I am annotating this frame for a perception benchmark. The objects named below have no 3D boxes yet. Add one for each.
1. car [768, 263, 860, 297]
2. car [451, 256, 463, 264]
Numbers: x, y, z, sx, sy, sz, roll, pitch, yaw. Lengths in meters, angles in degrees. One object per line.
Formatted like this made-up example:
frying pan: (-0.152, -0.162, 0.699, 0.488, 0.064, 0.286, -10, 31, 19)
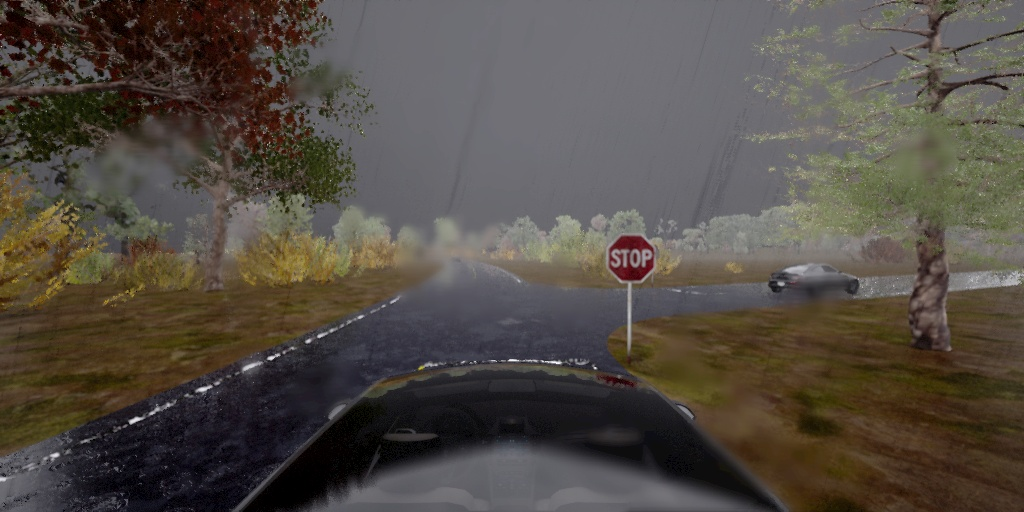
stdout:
car: (14.380, 1.075, 17.149, 4.674, 1.442, 1.812, 0, 1, -22)
car: (-9.722, 0.620, 63.358, 2.033, 1.411, 5.357, 0, 1, -11)
